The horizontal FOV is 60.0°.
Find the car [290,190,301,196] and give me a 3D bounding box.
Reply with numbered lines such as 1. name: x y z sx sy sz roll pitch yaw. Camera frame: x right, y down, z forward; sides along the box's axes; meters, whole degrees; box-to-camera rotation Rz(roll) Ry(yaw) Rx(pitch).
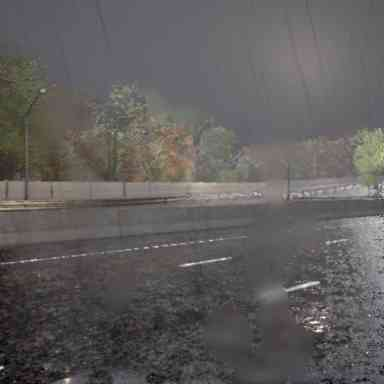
1. car: 24.229 0.305 78.085 1.882 1.535 5.008 0 2 33

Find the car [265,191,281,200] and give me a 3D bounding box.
1. car: 15.851 0.597 64.826 2.097 1.767 4.553 0 1 31
